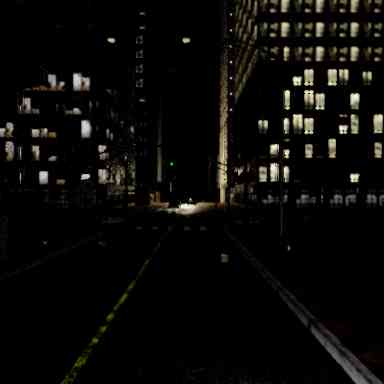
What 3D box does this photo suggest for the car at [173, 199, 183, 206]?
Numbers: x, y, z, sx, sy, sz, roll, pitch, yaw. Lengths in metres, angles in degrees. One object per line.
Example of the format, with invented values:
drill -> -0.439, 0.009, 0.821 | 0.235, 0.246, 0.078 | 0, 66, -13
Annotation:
car -> -3.064, 2.353, 73.531 | 1.837, 1.490, 4.892 | 0, -1, 0

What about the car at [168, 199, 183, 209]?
car -> -3.094, 2.213, 57.431 | 2.033, 1.411, 5.357 | 0, -1, 1

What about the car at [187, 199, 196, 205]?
car -> -0.073, 2.506, 83.792 | 2.128, 1.511, 4.902 | 0, -1, 0

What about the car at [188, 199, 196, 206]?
car -> -0.064, 2.402, 73.375 | 2.033, 1.411, 5.357 | 0, -1, 0
